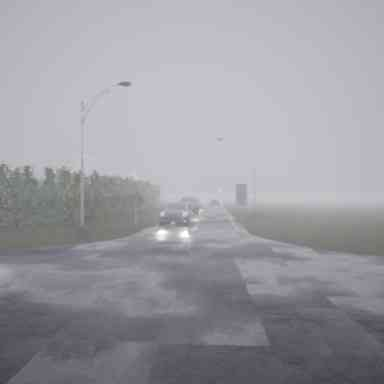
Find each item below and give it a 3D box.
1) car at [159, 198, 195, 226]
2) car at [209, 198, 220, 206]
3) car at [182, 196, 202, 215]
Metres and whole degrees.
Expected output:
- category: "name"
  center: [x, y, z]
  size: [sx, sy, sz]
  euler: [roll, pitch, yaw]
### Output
- category: "car"
  center: [-1.138, 1.542, 24.876]
  size: [2.097, 1.767, 4.553]
  euler: [-1, 0, 4]
- category: "car"
  center: [4.279, 1.901, 62.750]
  size: [1.837, 1.490, 4.892]
  euler: [-1, 0, 4]
- category: "car"
  center: [-0.298, 1.494, 37.618]
  size: [2.150, 2.045, 5.566]
  euler: [-1, -1, 4]
